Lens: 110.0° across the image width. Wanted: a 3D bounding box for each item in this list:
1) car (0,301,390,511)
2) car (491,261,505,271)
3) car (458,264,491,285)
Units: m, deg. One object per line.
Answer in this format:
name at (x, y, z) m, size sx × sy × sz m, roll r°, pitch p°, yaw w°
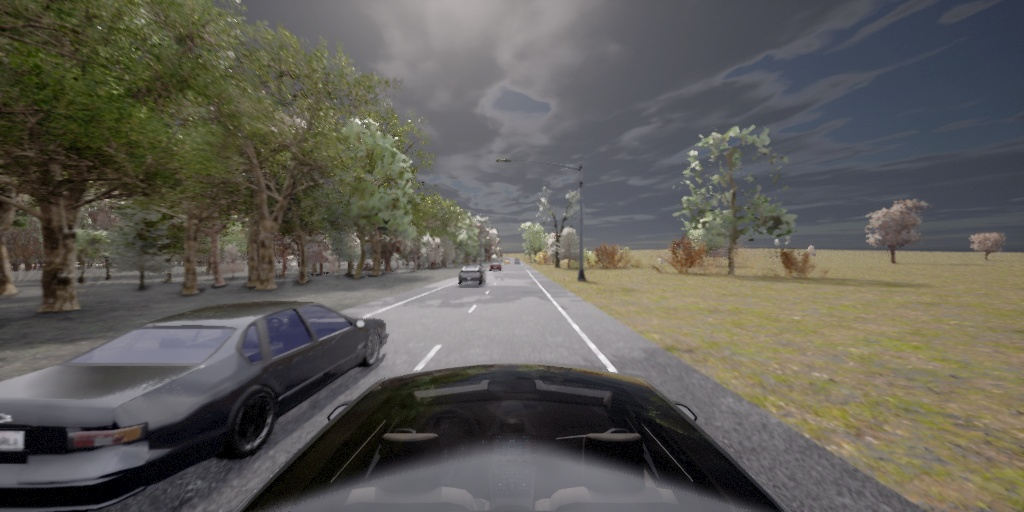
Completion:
car at (-3.478, 1.340, 4.990) m, size 2.033 × 1.411 × 5.357 m, roll 0°, pitch -1°, yaw 1°
car at (-2.680, 1.754, 60.512) m, size 1.882 × 1.535 × 5.008 m, roll 0°, pitch -1°, yaw 1°
car at (-3.134, 1.495, 28.988) m, size 2.128 × 1.511 × 4.902 m, roll 0°, pitch 0°, yaw 1°
